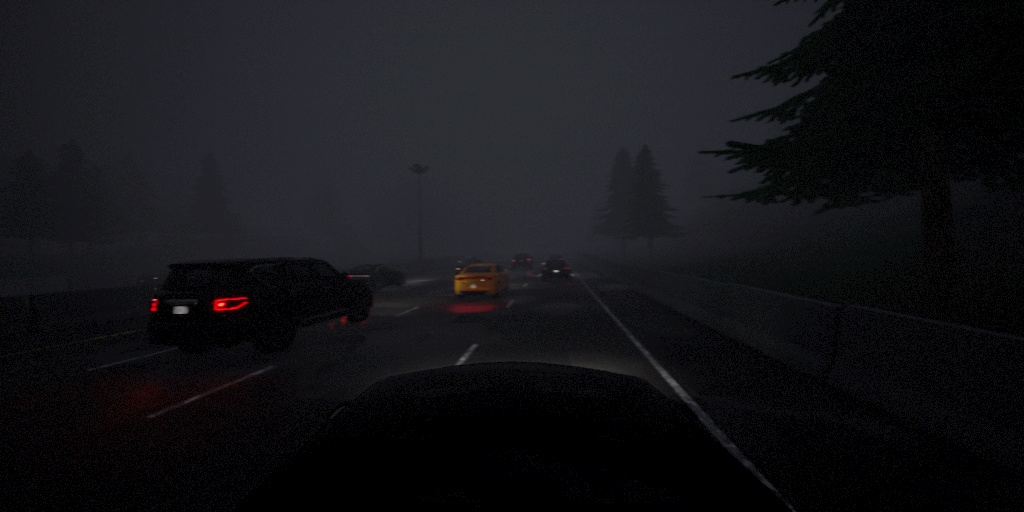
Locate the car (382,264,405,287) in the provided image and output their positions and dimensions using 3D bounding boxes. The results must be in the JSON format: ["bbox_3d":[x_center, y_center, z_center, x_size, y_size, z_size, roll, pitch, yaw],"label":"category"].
[{"bbox_3d":[-7.971,1.227,21.047,2.128,1.511,4.902,-1,1,7],"label":"car"}]

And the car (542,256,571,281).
[{"bbox_3d":[3.130,0.926,25.465,1.994,1.385,4.181,-1,1,7],"label":"car"}]

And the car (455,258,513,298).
[{"bbox_3d":[-1.339,1.088,17.563,1.882,1.535,5.008,-1,1,7],"label":"car"}]

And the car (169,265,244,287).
[{"bbox_3d":[-24.790,1.569,29.389,1.812,1.442,4.674,-1,1,7],"label":"car"}]

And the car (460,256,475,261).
[{"bbox_3d":[-3.324,0.988,30.448,2.033,1.411,5.357,-1,1,7],"label":"car"}]

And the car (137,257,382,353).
[{"bbox_3d":[-5.851,1.056,9.347,2.150,2.045,5.566,-1,1,7],"label":"car"}]

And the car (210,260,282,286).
[{"bbox_3d":[-21.315,1.308,29.018,2.097,1.767,4.553,-1,1,7],"label":"car"}]

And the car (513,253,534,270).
[{"bbox_3d":[1.227,0.473,39.110,2.097,1.767,4.553,-1,1,7],"label":"car"}]

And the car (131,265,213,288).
[{"bbox_3d":[-28.234,1.629,30.055,1.837,1.490,4.892,-1,1,7],"label":"car"}]

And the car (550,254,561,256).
[{"bbox_3d":[5.221,0.477,43.011,1.994,1.385,4.181,-1,2,7],"label":"car"}]
